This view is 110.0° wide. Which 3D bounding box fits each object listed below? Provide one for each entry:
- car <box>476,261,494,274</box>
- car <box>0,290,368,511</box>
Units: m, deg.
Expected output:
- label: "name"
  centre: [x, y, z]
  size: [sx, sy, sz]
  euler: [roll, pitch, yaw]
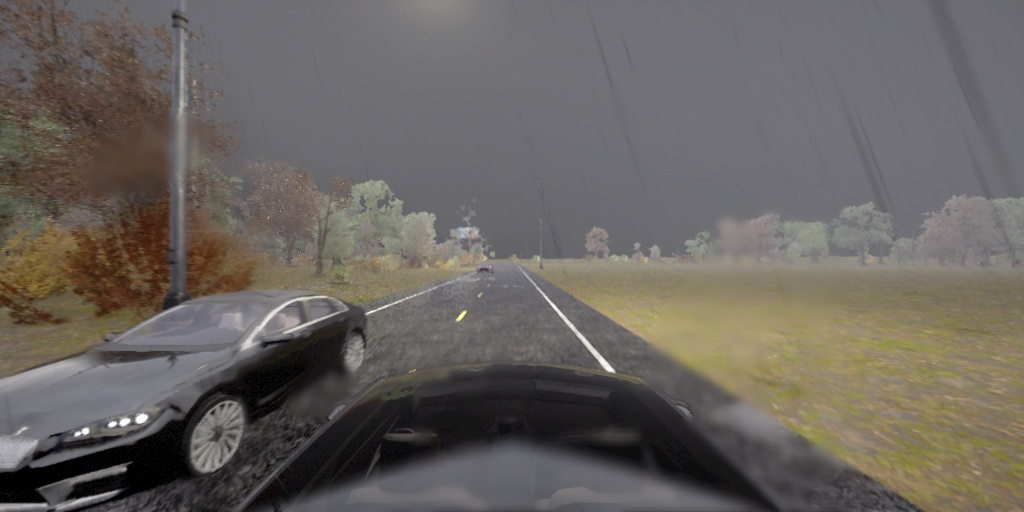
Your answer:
- label: "car"
  centre: [-3.576, 1.475, 48.397]
  size: [2.097, 1.767, 4.553]
  euler: [0, 0, 0]
- label: "car"
  centre: [-3.601, 1.266, 4.797]
  size: [2.128, 1.511, 4.902]
  euler: [0, 0, 0]
